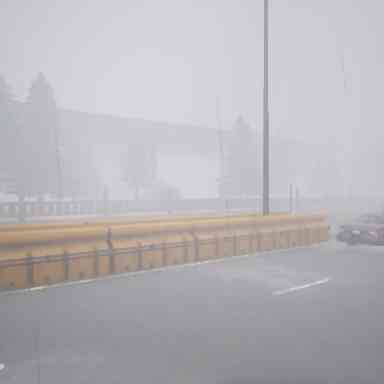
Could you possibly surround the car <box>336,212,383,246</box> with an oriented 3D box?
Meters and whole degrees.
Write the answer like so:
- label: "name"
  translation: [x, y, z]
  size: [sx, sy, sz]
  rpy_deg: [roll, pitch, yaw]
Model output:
- label: "car"
  translation: [8.269, 1.563, 14.066]
  size: [5.357, 1.411, 2.033]
  rpy_deg: [0, 0, -35]
